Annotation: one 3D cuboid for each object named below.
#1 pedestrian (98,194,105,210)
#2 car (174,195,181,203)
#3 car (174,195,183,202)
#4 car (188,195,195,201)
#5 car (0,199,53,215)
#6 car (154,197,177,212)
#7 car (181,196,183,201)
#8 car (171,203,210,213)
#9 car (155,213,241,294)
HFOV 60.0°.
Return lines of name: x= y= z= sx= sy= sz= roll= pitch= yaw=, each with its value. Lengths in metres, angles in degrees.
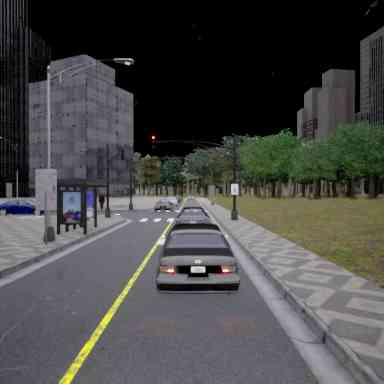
pedestrian: x=-10.108 y=1.050 z=37.285 sx=0.375 sy=1.860 sz=0.375 roll=0 pitch=0 yaw=1
car: x=-3.128 y=1.469 z=51.370 sx=1.812 sy=1.442 sz=4.674 roll=0 pitch=0 yaw=0
car: x=-3.107 y=1.426 z=75.929 sx=1.994 sy=1.385 sz=4.181 roll=0 pitch=0 yaw=0
car: x=-0.138 y=1.475 z=83.081 sx=1.895 sy=1.301 sz=4.718 roll=0 pitch=0 yaw=0
car: x=-15.658 y=1.425 z=31.180 sx=5.008 sy=1.535 sz=1.882 roll=0 pitch=1 yaw=0
car: x=-3.122 y=1.530 z=37.424 sx=1.994 sy=1.385 sz=4.181 roll=0 pitch=0 yaw=0
car: x=-3.107 y=1.523 z=63.532 sx=1.895 sy=1.301 sz=4.718 roll=0 pitch=0 yaw=0
car: x=0.071 y=1.553 z=19.217 sx=1.994 sy=1.385 sz=4.181 roll=0 pitch=0 yaw=0
car: x=0.094 y=1.544 z=8.939 sx=2.033 sy=1.411 sz=5.357 roll=0 pitch=0 yaw=-1
